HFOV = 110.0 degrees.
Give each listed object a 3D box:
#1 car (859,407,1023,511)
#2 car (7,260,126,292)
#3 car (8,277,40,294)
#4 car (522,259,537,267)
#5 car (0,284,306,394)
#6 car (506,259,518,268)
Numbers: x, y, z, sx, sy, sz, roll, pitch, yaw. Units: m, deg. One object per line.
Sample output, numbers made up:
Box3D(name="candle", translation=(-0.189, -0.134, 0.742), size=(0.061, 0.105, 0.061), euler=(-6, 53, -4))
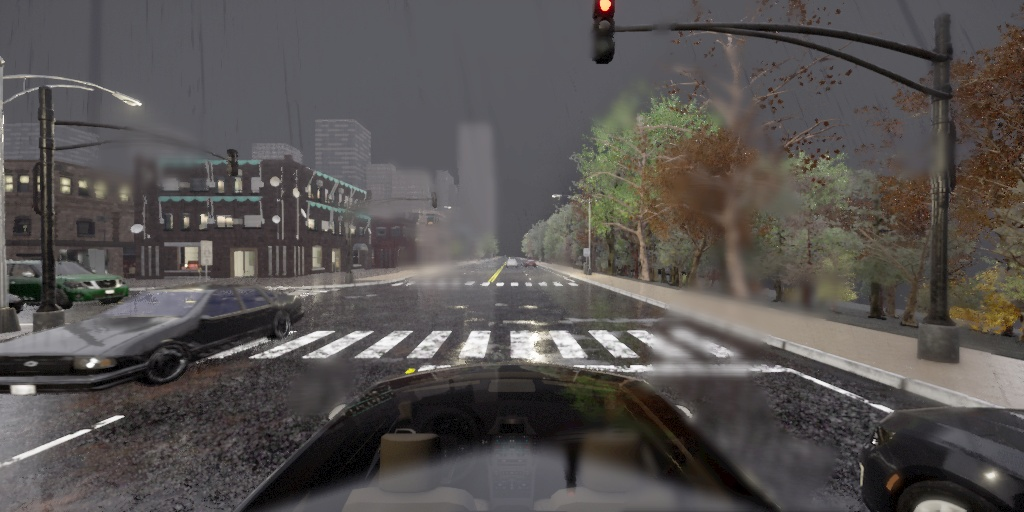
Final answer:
Box3D(name="car", translation=(3.352, 1.254, 0.466), size=(1.837, 1.490, 4.892), euler=(0, 0, 0))
Box3D(name="car", translation=(-19.791, 1.196, 15.168), size=(5.566, 2.045, 2.150), euler=(-1, 1, 0))
Box3D(name="car", translation=(-19.968, 1.568, 12.470), size=(4.313, 1.339, 1.948), euler=(0, 0, 0))
Box3D(name="car", translation=(3.235, 1.272, 63.399), size=(1.812, 1.442, 4.674), euler=(0, 0, 0))
Box3D(name="car", translation=(-6.291, 1.299, 7.181), size=(2.033, 1.411, 5.357), euler=(0, 0, -3))
Box3D(name="car", translation=(-0.017, 1.272, 63.297), size=(1.812, 1.442, 4.674), euler=(0, 0, 0))
